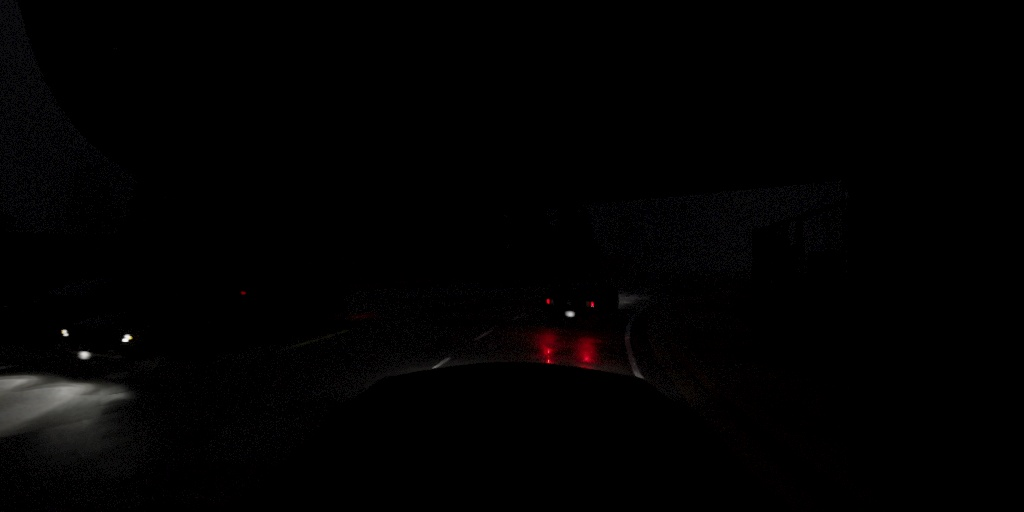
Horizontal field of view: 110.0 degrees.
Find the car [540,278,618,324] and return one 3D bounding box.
[{"bbox_3d":[2.564,1.422,12.519,1.895,1.301,4.718,1,0,23],"label":"car"}]

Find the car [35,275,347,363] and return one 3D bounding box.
[{"bbox_3d":[-6.239,1.215,8.312,2.033,1.411,5.357,1,0,13],"label":"car"}]

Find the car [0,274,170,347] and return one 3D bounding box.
[{"bbox_3d":[-9.628,1.162,8.987,2.033,1.411,5.357,1,0,12],"label":"car"}]
